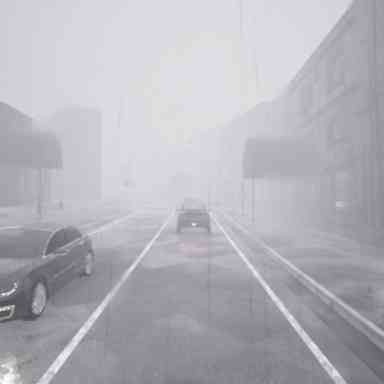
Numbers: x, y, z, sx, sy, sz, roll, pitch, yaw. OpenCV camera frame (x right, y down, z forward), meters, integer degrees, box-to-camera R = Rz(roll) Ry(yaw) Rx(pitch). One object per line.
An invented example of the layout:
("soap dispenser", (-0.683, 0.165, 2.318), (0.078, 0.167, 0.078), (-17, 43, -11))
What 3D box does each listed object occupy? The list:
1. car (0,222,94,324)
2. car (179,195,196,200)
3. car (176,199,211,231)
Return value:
("car", (-3.600, 1.493, 7.350), (1.837, 1.490, 4.892), (0, 0, 0))
("car", (-0.306, 1.154, 37.866), (1.837, 1.490, 4.892), (0, 1, -4))
("car", (0.096, 1.410, 19.827), (1.837, 1.490, 4.892), (0, 1, 0))
